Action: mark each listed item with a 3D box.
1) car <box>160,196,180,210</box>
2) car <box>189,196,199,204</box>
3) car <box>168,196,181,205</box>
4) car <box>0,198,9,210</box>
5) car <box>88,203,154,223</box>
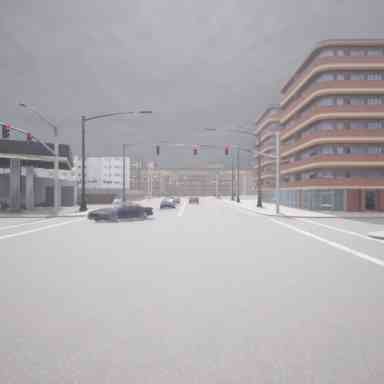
[{"bbox_3d":[-3.121,1.547,44.324,2.033,1.411,5.357,0,0,0],"label":"car"},{"bbox_3d":[0.346,1.491,63.754,2.128,1.511,4.902,0,0,0],"label":"car"},{"bbox_3d":[-3.199,1.493,61.999,2.128,1.511,4.902,0,0,0],"label":"car"},{"bbox_3d":[-23.943,1.456,39.446,3.806,1.475,1.970,0,0,1],"label":"car"},{"bbox_3d":[-5.392,1.548,26.011,2.033,1.411,5.357,0,0,40],"label":"car"}]
